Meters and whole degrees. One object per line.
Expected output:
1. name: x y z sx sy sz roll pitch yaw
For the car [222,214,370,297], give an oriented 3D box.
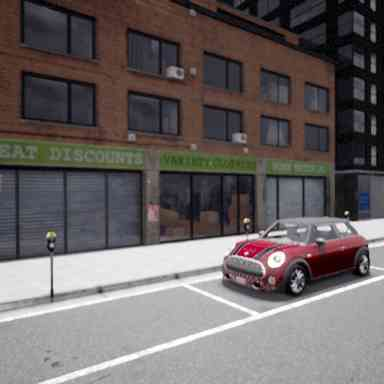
1. car: 2.693 1.407 8.454 4.097 1.590 1.967 0 0 -35
